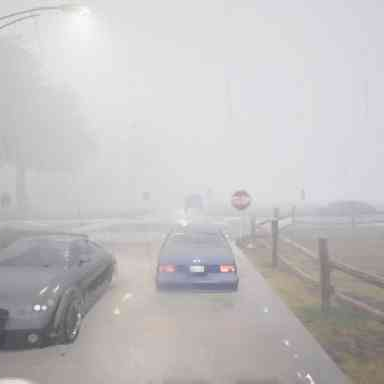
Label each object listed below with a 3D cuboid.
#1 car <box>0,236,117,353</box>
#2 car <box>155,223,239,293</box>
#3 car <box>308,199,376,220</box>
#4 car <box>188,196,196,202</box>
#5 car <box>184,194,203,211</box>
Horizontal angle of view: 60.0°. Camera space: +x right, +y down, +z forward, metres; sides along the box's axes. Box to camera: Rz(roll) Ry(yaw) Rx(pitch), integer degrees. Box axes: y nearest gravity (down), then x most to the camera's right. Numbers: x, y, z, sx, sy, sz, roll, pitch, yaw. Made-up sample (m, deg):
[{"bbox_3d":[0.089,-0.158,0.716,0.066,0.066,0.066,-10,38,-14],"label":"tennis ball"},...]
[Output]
[{"bbox_3d":[-2.751,1.565,6.236,1.994,1.385,4.181,0,0,0],"label":"car"},{"bbox_3d":[0.095,1.549,8.999,2.033,1.411,5.357,0,0,0],"label":"car"},{"bbox_3d":[11.540,1.355,25.706,4.892,1.490,1.837,0,1,0],"label":"car"},{"bbox_3d":[-0.012,1.764,80.416,1.994,1.385,4.181,0,0,0],"label":"car"},{"bbox_3d":[0.159,1.260,42.116,2.150,2.045,5.566,0,0,-1],"label":"car"}]
